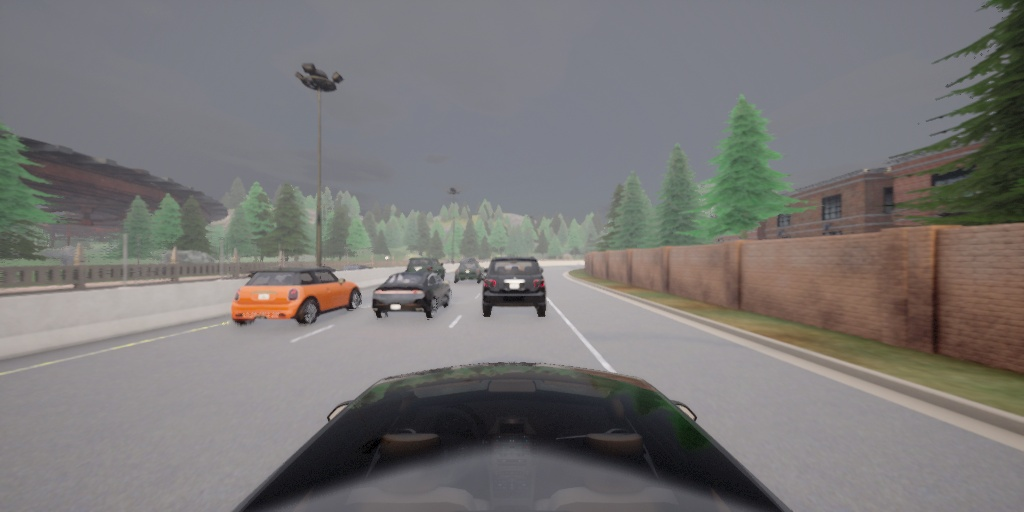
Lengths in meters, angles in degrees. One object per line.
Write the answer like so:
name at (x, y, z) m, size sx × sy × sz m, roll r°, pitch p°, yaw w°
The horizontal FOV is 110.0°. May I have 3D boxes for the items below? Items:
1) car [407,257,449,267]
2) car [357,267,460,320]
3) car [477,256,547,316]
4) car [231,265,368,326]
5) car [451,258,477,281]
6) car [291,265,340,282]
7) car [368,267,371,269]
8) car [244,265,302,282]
car at (-6.933, 1.129, 29.201) m, size 2.150 × 2.045 × 5.566 m, roll 0°, pitch 0°, yaw 0°
car at (-3.424, 1.306, 12.984) m, size 2.128 × 1.511 × 4.902 m, roll 0°, pitch 0°, yaw 0°
car at (0.076, 1.039, 13.823) m, size 2.150 × 2.045 × 5.566 m, roll 0°, pitch 0°, yaw 0°
car at (-6.925, 1.164, 12.131) m, size 2.097 × 1.767 × 4.553 m, roll 0°, pitch 0°, yaw 0°
car at (-3.415, 1.261, 29.893) m, size 2.097 × 1.767 × 4.553 m, roll 0°, pitch 0°, yaw 1°
car at (-17.491, 1.495, 32.117) m, size 1.994 × 1.385 × 4.181 m, roll 0°, pitch 0°, yaw 2°
car at (-14.065, 1.476, 31.994) m, size 2.033 × 1.411 × 5.357 m, roll 0°, pitch 0°, yaw 1°
car at (-21.038, 1.533, 31.875) m, size 1.895 × 1.301 × 4.718 m, roll 0°, pitch 0°, yaw 1°
